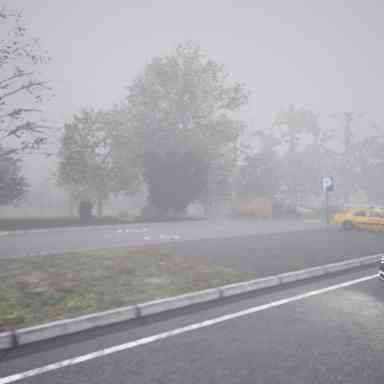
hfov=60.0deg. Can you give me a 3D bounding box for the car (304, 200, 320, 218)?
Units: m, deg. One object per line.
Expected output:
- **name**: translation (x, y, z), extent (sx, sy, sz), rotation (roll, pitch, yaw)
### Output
- **car**: translation (10.488, 1.887, 35.574), extent (1.946, 1.575, 5.366), rotation (2, -1, -35)

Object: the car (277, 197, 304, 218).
- **car**: translation (8.116, 1.562, 34.146), extent (2.435, 2.045, 5.566), rotation (2, -1, -35)

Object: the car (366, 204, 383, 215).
- **car**: translation (28.530, 2.549, 48.426), extent (1.946, 1.575, 5.366), rotation (2, -1, -35)

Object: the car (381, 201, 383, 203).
- **car**: translation (23.915, 2.387, 45.358), extent (2.231, 1.521, 4.892), rotation (2, -1, -35)

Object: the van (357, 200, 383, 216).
- **van**: translation (26.104, 2.244, 47.068), extent (1.878, 1.987, 4.442), rotation (2, -1, -35)

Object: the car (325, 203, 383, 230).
- **car**: translation (11.130, 1.679, 19.972), extent (1.946, 1.575, 5.366), rotation (2, -1, -35)

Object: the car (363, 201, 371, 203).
- **car**: translation (19.301, 2.216, 42.073), extent (2.097, 1.535, 5.008), rotation (2, -1, -35)

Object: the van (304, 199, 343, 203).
- **van**: translation (14.828, 1.828, 39.036), extent (1.878, 1.987, 4.442), rotation (2, -1, -35)

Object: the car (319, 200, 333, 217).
- **car**: translation (12.638, 1.972, 37.325), extent (2.231, 1.521, 4.892), rotation (2, -1, -35)

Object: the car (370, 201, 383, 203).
- **car**: translation (21.659, 2.303, 43.752), extent (2.097, 1.535, 5.008), rotation (2, -1, -35)

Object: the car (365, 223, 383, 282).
- **car**: translation (6.608, 1.573, 8.396), extent (4.892, 1.490, 1.837), rotation (1, 0, -35)

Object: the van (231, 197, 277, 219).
- **van**: translation (5.709, 1.517, 32.542), extent (1.878, 1.987, 4.442), rotation (2, -1, -35)

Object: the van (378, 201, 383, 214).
- **van**: translation (30.750, 2.410, 50.090), extent (1.878, 1.987, 4.442), rotation (2, -1, -35)
